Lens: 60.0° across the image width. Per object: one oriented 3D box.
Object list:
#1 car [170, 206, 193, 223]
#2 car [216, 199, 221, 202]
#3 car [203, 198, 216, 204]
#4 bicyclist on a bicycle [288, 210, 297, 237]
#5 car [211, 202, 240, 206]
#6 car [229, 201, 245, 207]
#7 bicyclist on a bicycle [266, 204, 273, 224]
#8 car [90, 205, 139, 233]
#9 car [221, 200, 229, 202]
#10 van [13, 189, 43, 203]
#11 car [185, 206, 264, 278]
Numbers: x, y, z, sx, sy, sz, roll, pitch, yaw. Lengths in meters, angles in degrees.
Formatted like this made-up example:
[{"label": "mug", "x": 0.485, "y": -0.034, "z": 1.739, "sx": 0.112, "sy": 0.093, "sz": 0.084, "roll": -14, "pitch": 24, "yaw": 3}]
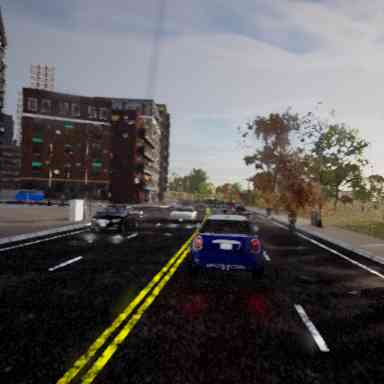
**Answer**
[{"label": "car", "x": -0.678, "y": 1.905, "z": 28.232, "sx": 1.895, "sy": 1.301, "sz": 4.718, "roll": 2, "pitch": -1, "yaw": 5}, {"label": "car", "x": 8.137, "y": 2.894, "z": 94.692, "sx": 1.994, "sy": 1.385, "sz": 4.181, "roll": 2, "pitch": -1, "yaw": -1}, {"label": "car", "x": 4.896, "y": 2.580, "z": 94.627, "sx": 2.097, "sy": 1.767, "sz": 4.553, "roll": 2, "pitch": -1, "yaw": -1}, {"label": "bicyclist on a bicycle", "x": 6.136, "y": 1.920, "z": 20.342, "sx": 0.582, "sy": 1.620, "sz": 1.656, "roll": 2, "pitch": -1, "yaw": 5}, {"label": "car", "x": 2.939, "y": 1.955, "z": 30.494, "sx": 2.128, "sy": 1.511, "sz": 4.902, "roll": 2, "pitch": -1, "yaw": 5}, {"label": "car", "x": 7.620, "y": 2.449, "z": 54.012, "sx": 2.033, "sy": 1.411, "sz": 5.357, "roll": 2, "pitch": -1, "yaw": 2}, {"label": "bicyclist on a bicycle", "x": 6.979, "y": 1.981, "z": 30.208, "sx": 0.659, "sy": 1.776, "sz": 1.843, "roll": 2, "pitch": 0, "yaw": 5}, {"label": "car", "x": -4.624, "y": 1.563, "z": 20.554, "sx": 2.128, "sy": 1.511, "sz": 4.902, "roll": 2, "pitch": -1, "yaw": 5}, {"label": "car", "x": 8.112, "y": 2.603, "z": 72.751, "sx": 1.882, "sy": 1.535, "sz": 5.008, "roll": 2, "pitch": -1, "yaw": 1}, {"label": "van", "x": -23.660, "y": 0.576, "z": 48.362, "sx": 3.998, "sy": 1.788, "sz": 1.690, "roll": 3, "pitch": -2, "yaw": -25}, {"label": "car", "x": 1.155, "y": 1.527, "z": 11.111, "sx": 2.097, "sy": 1.767, "sz": 4.553, "roll": 2, "pitch": -1, "yaw": 6}]
